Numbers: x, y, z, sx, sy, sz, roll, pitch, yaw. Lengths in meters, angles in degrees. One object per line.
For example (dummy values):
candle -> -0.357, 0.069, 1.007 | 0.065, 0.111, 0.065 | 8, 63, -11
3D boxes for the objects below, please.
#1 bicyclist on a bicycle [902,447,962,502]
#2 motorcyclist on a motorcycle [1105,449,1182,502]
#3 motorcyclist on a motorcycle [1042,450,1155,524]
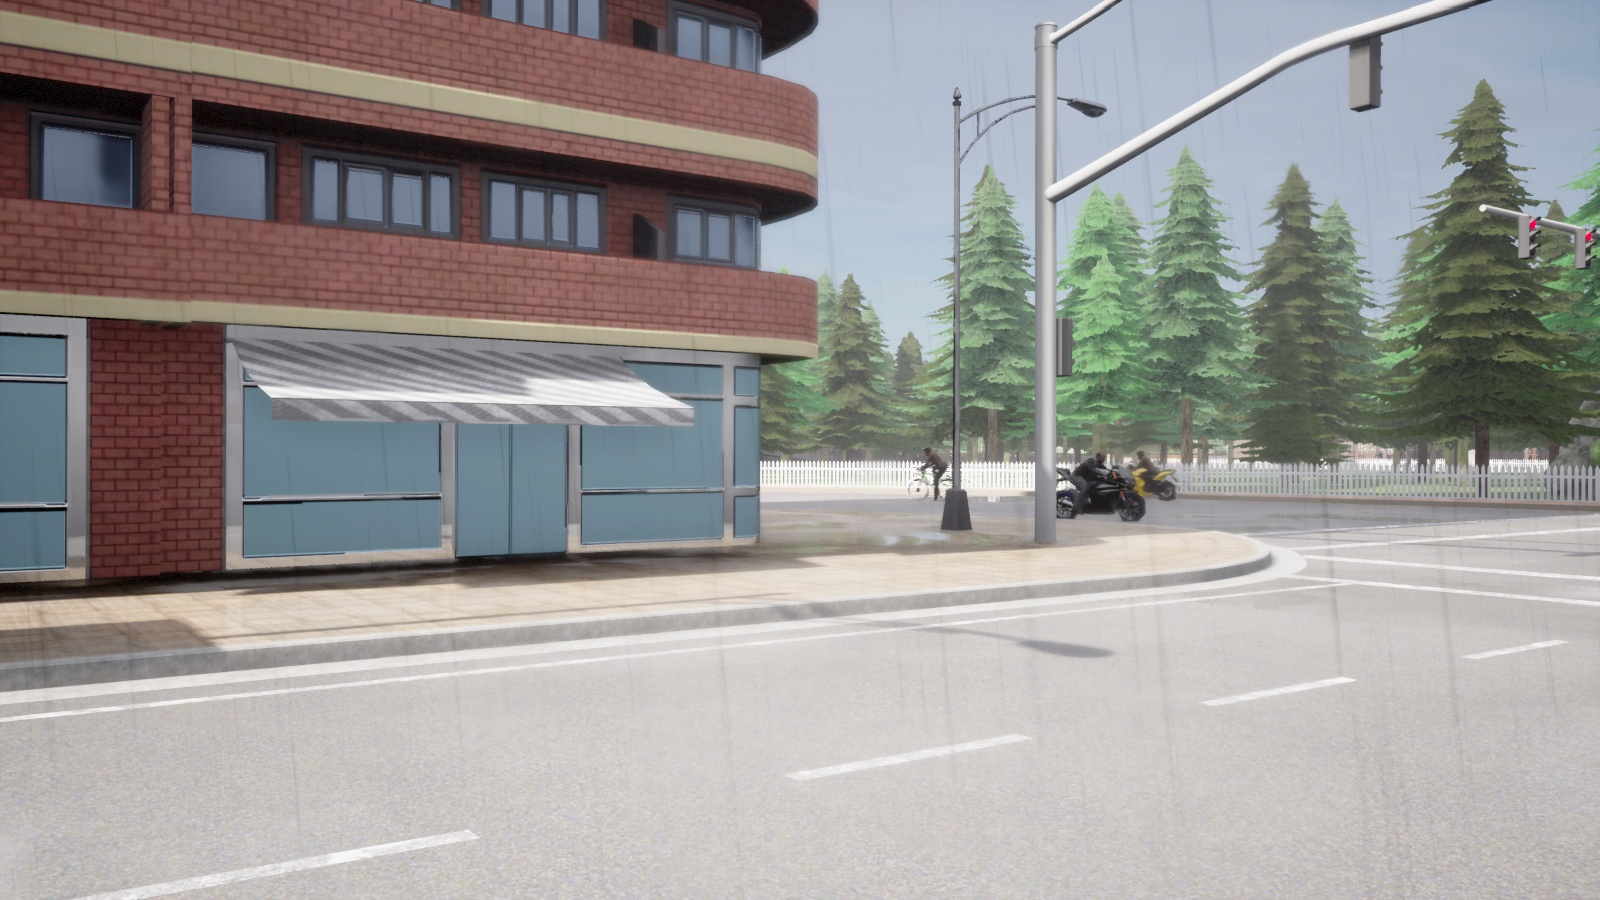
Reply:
bicyclist on a bicycle -> 3.937, 0.726, 37.523 | 1.656, 1.620, 0.582 | -1, 0, 32
motorcyclist on a motorcycle -> 10.249, 0.742, 37.508 | 2.044, 1.523, 0.797 | 0, 0, 39
motorcyclist on a motorcycle -> 6.406, 0.777, 27.006 | 2.191, 1.530, 0.866 | -1, -1, 42
